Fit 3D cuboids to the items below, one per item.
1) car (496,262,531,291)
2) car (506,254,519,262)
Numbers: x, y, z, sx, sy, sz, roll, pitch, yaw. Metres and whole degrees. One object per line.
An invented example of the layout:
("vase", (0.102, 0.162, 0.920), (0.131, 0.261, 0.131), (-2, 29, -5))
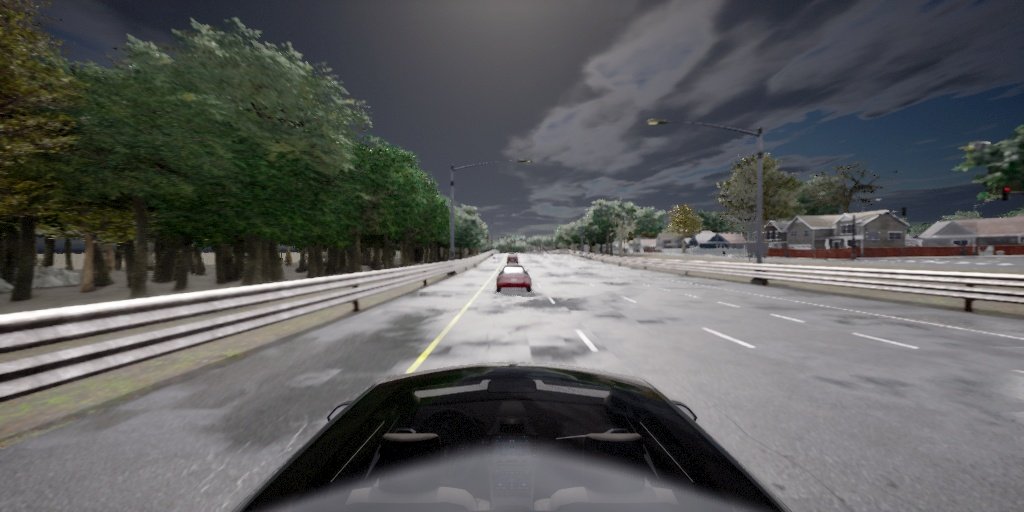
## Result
("car", (0.096, 1.233, 21.238), (1.994, 1.385, 4.181), (0, 0, 0))
("car", (0.087, 0.412, 61.383), (1.882, 1.535, 5.008), (0, 2, 0))
